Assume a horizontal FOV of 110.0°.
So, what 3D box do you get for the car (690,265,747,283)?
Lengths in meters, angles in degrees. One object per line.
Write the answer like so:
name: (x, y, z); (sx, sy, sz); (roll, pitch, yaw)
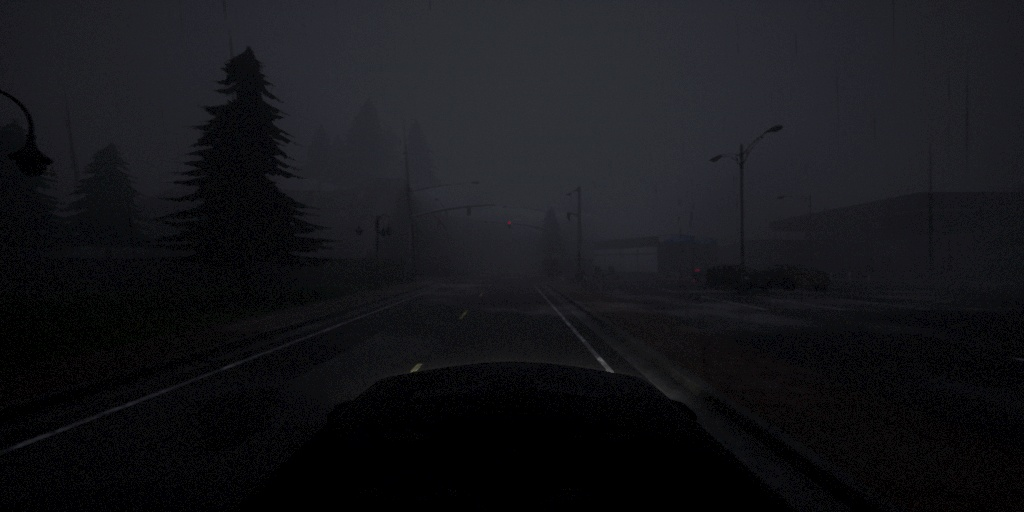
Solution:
car: (20.220, 1.614, 35.679); (4.674, 1.442, 1.812); (1, -1, 1)
